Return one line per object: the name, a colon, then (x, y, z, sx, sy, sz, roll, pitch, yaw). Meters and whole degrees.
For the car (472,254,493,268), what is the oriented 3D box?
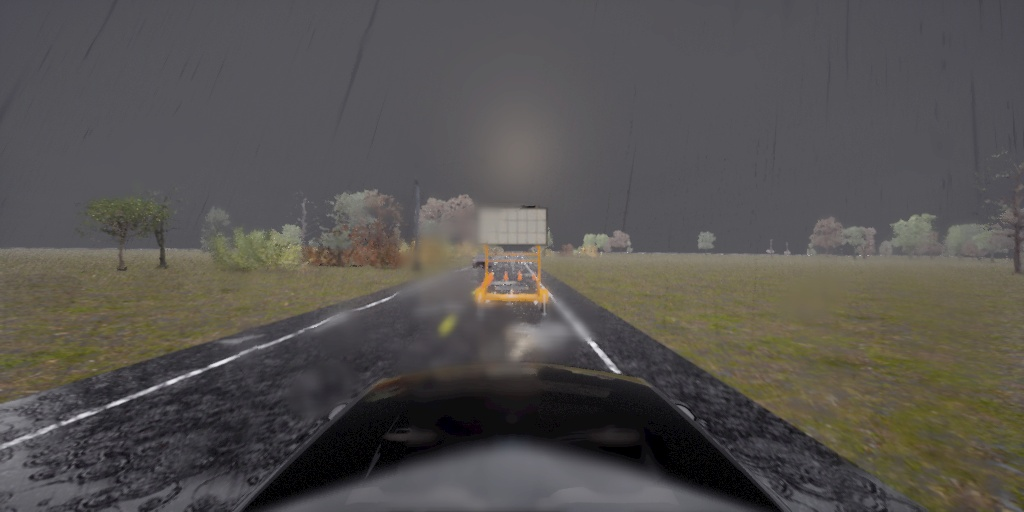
car: (-3.409, 0.505, 42.206, 2.097, 1.767, 4.553, 0, 1, 1)

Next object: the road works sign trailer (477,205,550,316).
road works sign trailer: (0.029, 0.054, 12.497, 2.380, 3.560, 2.880, 0, 0, -1)
